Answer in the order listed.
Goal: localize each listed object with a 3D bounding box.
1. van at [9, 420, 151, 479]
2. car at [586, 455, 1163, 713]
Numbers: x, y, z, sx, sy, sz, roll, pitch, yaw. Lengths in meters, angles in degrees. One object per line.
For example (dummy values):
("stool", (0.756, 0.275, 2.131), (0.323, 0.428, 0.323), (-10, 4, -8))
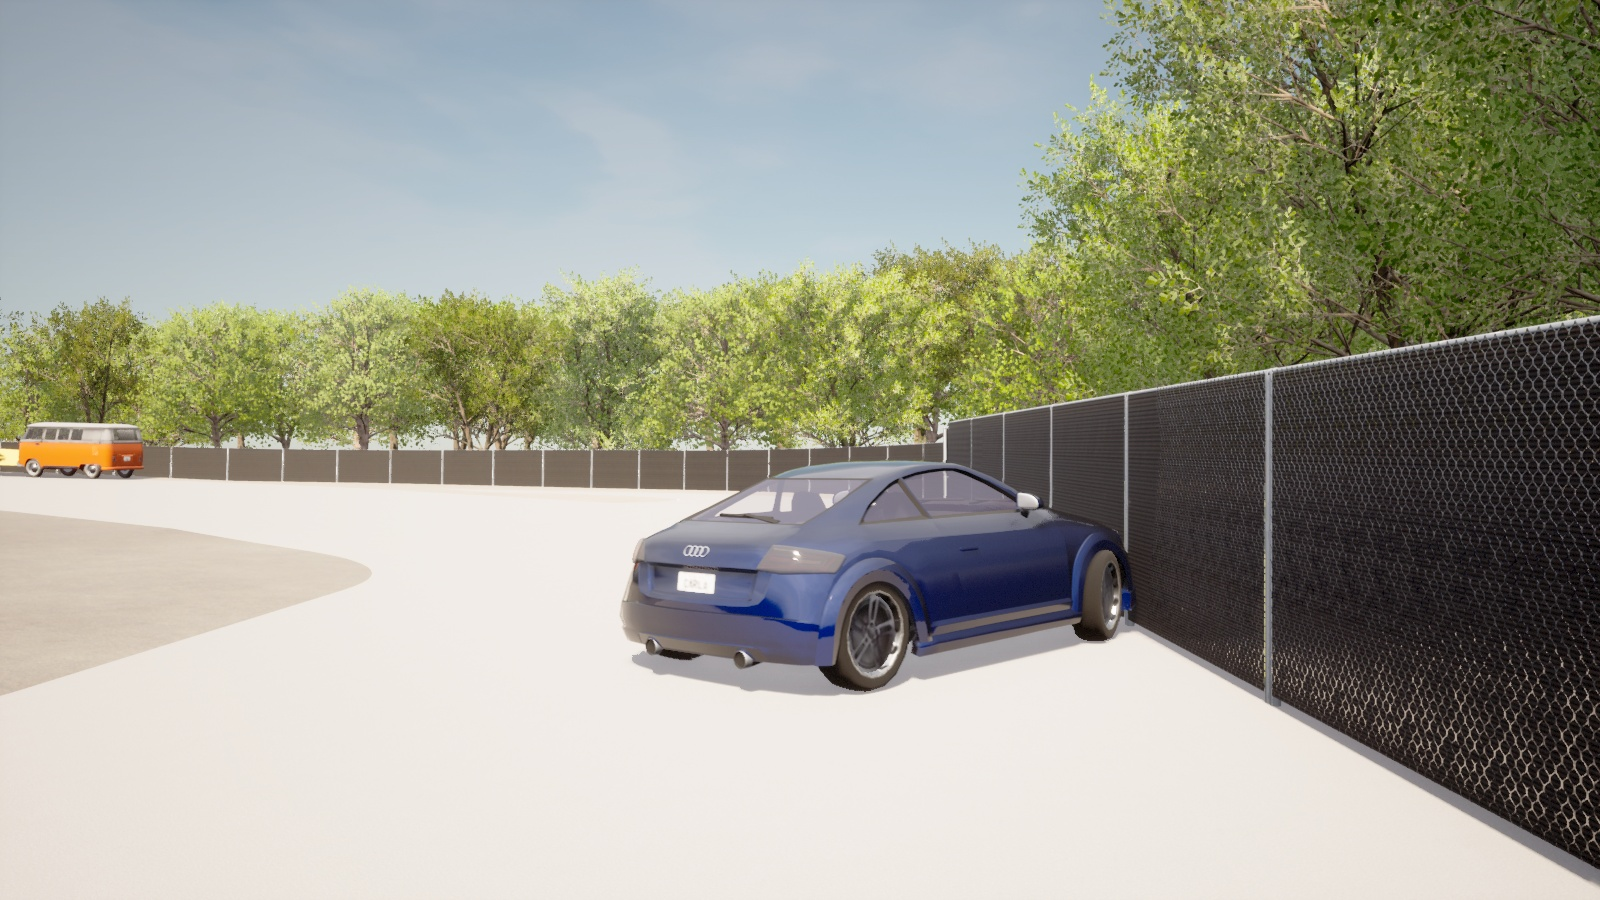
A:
("van", (-25.856, -0.028, 45.115), (4.442, 1.987, 1.775), (1, 1, 15))
("car", (0.741, 0.765, 9.222), (1.994, 1.385, 4.181), (-1, 0, 43))
